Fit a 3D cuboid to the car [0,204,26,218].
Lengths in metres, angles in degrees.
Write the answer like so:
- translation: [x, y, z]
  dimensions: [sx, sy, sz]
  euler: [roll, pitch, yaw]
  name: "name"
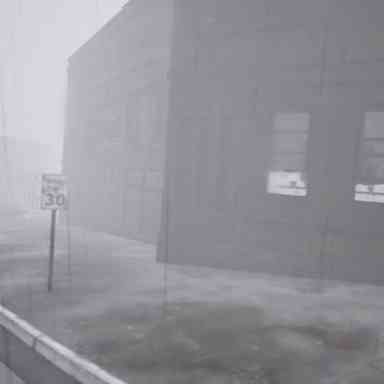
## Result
- translation: [-19.705, 1.990, 36.122]
  dimensions: [1.994, 1.385, 4.181]
  euler: [4, -2, -4]
  name: "car"
